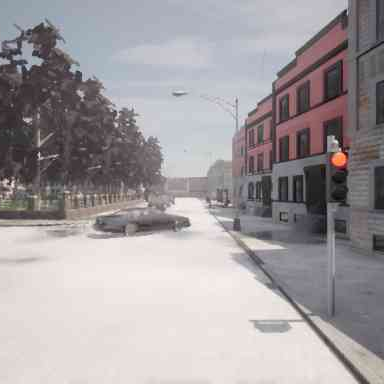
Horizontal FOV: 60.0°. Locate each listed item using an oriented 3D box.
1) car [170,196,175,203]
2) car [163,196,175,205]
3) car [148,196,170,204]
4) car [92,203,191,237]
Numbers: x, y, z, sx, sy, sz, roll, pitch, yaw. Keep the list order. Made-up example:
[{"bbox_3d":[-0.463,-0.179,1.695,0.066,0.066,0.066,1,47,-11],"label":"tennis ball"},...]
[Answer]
[{"bbox_3d":[-4.083,1.547,49.263,2.033,1.411,5.357,0,0,0],"label":"car"},{"bbox_3d":[-4.050,1.505,59.662,1.837,1.490,4.892,0,0,0],"label":"car"},{"bbox_3d":[-4.087,1.478,39.363,1.882,1.535,5.008,0,0,0],"label":"car"},{"bbox_3d":[-2.614,1.548,18.135,5.357,1.411,2.033,0,0,-39],"label":"car"}]
